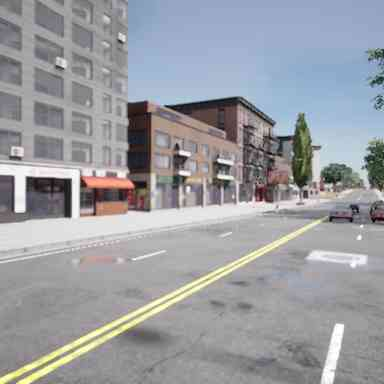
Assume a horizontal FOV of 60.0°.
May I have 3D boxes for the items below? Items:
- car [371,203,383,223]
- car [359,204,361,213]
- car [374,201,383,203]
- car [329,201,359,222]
[{"bbox_3d":[16.479,1.879,28.396,1.994,1.385,4.181,1,0,29],"label":"car"},{"bbox_3d":[20.400,1.920,42.578,1.882,1.535,5.008,1,0,29],"label":"car"},{"bbox_3d":[22.888,1.813,40.345,2.097,1.767,4.553,1,0,29],"label":"car"},{"bbox_3d":[13.248,1.828,29.245,2.033,1.411,5.357,1,0,28],"label":"car"}]
